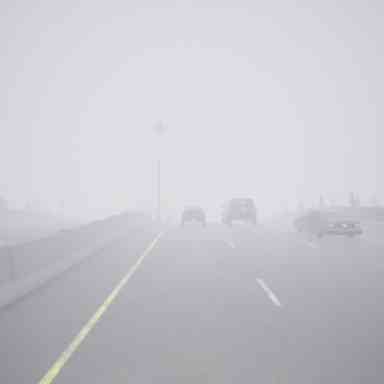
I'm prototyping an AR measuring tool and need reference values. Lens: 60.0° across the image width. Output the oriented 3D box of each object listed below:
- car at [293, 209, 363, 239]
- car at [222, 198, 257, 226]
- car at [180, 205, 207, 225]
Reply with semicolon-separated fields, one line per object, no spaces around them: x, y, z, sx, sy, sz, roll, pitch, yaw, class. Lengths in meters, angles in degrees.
7.107;1.647;17.983;2.033;1.411;5.357;0;-1;0;car
3.611;1.545;26.018;2.150;2.045;5.566;0;-3;0;car
0.112;1.857;26.701;1.837;1.490;4.892;0;-3;0;car
